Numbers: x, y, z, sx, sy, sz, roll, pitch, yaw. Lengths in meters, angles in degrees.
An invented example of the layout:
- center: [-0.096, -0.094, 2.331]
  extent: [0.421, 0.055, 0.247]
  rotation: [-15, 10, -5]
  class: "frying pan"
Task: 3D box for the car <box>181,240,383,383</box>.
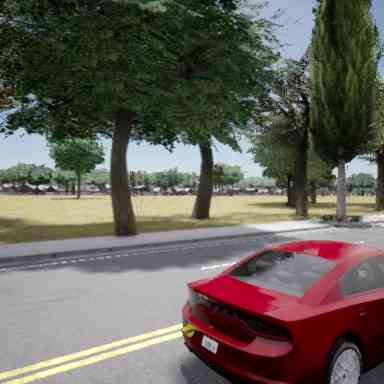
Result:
- center: [2.204, 1.483, 5.010]
  extent: [5.008, 1.535, 1.882]
  rotation: [0, 0, -36]
  class: "car"
